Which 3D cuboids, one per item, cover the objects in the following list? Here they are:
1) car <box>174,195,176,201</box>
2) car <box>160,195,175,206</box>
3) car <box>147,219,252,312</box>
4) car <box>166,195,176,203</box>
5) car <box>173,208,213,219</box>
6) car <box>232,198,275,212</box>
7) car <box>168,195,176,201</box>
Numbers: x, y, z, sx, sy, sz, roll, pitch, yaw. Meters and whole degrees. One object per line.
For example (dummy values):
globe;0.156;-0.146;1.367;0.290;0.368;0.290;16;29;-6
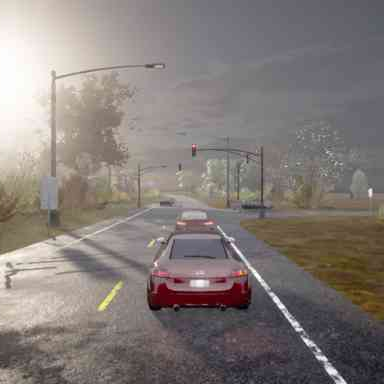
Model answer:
car;-4.345;1.567;62.364;1.994;1.385;4.181;0;0;-1
car;-4.140;1.603;53.175;1.895;1.301;4.718;0;0;-1
car;0.102;1.564;7.806;1.994;1.385;4.181;0;0;-1
car;-4.583;1.482;72.738;1.882;1.535;5.008;0;0;-2
car;0.067;1.526;16.566;1.812;1.442;4.674;0;0;-2
car;7.101;1.497;38.500;4.902;1.511;2.128;0;0;19
car;-4.941;1.483;83.186;1.882;1.535;5.008;0;0;-2
